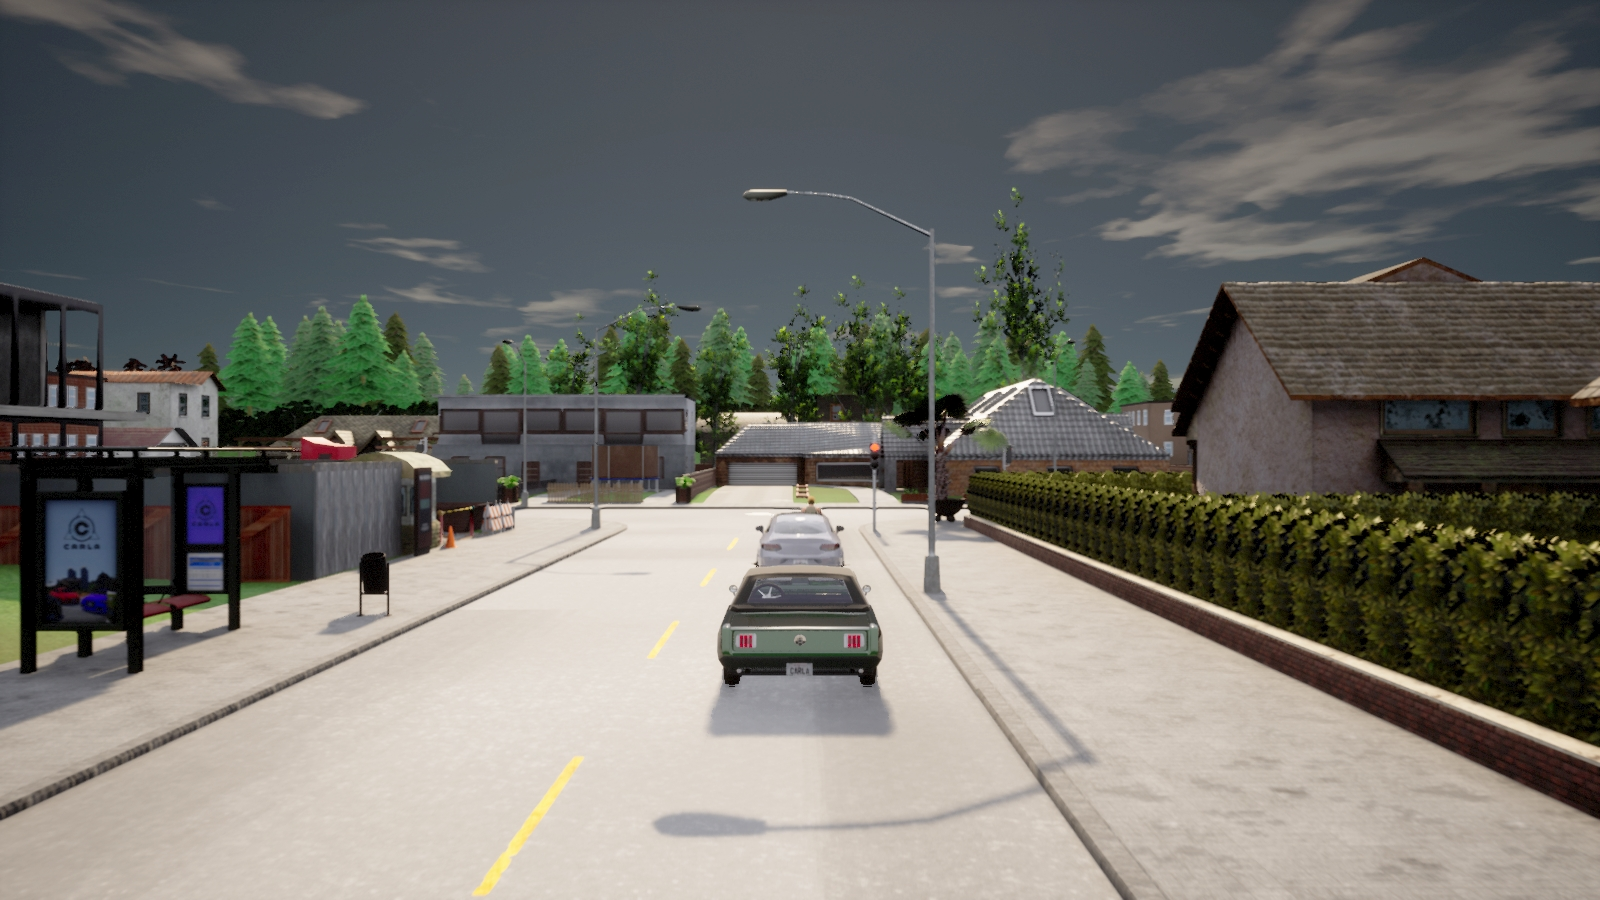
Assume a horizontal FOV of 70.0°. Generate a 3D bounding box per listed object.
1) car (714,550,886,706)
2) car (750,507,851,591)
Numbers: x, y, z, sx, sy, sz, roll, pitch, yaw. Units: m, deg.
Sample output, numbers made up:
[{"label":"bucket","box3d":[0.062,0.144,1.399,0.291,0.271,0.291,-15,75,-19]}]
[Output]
[{"label":"car","box3d":[0.001,2.155,14.897,1.895,1.301,4.718,0,0,0]},{"label":"car","box3d":[-0.001,2.081,24.985,2.002,1.442,4.674,0,0,0]}]
